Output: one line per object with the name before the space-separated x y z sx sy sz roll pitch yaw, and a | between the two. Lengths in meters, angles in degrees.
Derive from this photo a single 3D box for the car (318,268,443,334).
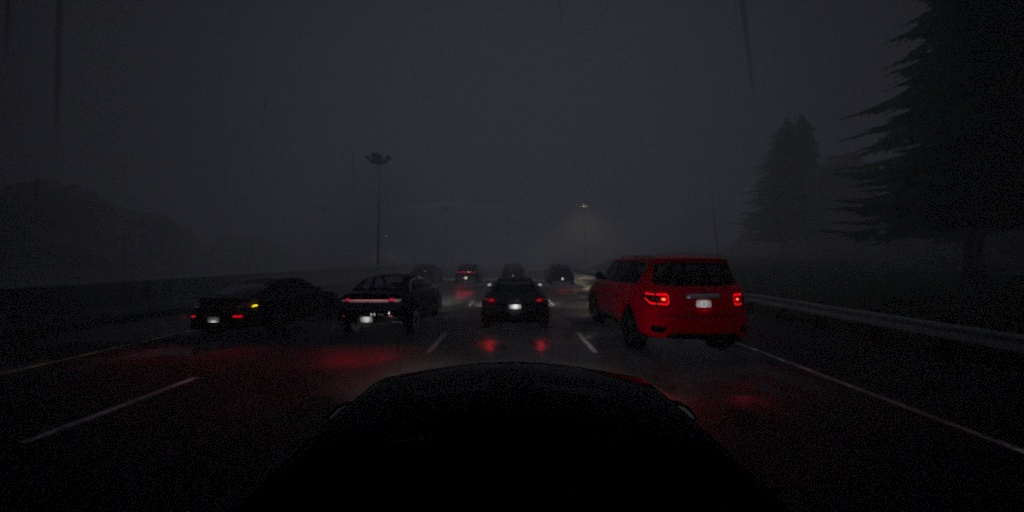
car | -3.404 1.283 10.811 2.128 1.511 4.902 0 0 0

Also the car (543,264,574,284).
car | 3.588 1.372 27.858 1.837 1.490 4.892 0 0 0

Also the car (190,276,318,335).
car | -6.904 1.317 10.595 1.812 1.442 4.674 0 0 0

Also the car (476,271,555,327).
car | 0.095 1.359 11.783 1.994 1.385 4.181 0 0 0

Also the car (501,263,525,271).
car | 0.086 1.355 29.967 1.882 1.535 5.008 0 0 0

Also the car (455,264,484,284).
car | -3.414 1.378 28.937 1.837 1.490 4.892 0 0 0

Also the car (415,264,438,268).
car | -6.914 1.381 29.432 1.837 1.490 4.892 0 0 0

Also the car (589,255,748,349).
car | 3.597 1.006 9.410 2.150 2.045 5.566 0 0 0
